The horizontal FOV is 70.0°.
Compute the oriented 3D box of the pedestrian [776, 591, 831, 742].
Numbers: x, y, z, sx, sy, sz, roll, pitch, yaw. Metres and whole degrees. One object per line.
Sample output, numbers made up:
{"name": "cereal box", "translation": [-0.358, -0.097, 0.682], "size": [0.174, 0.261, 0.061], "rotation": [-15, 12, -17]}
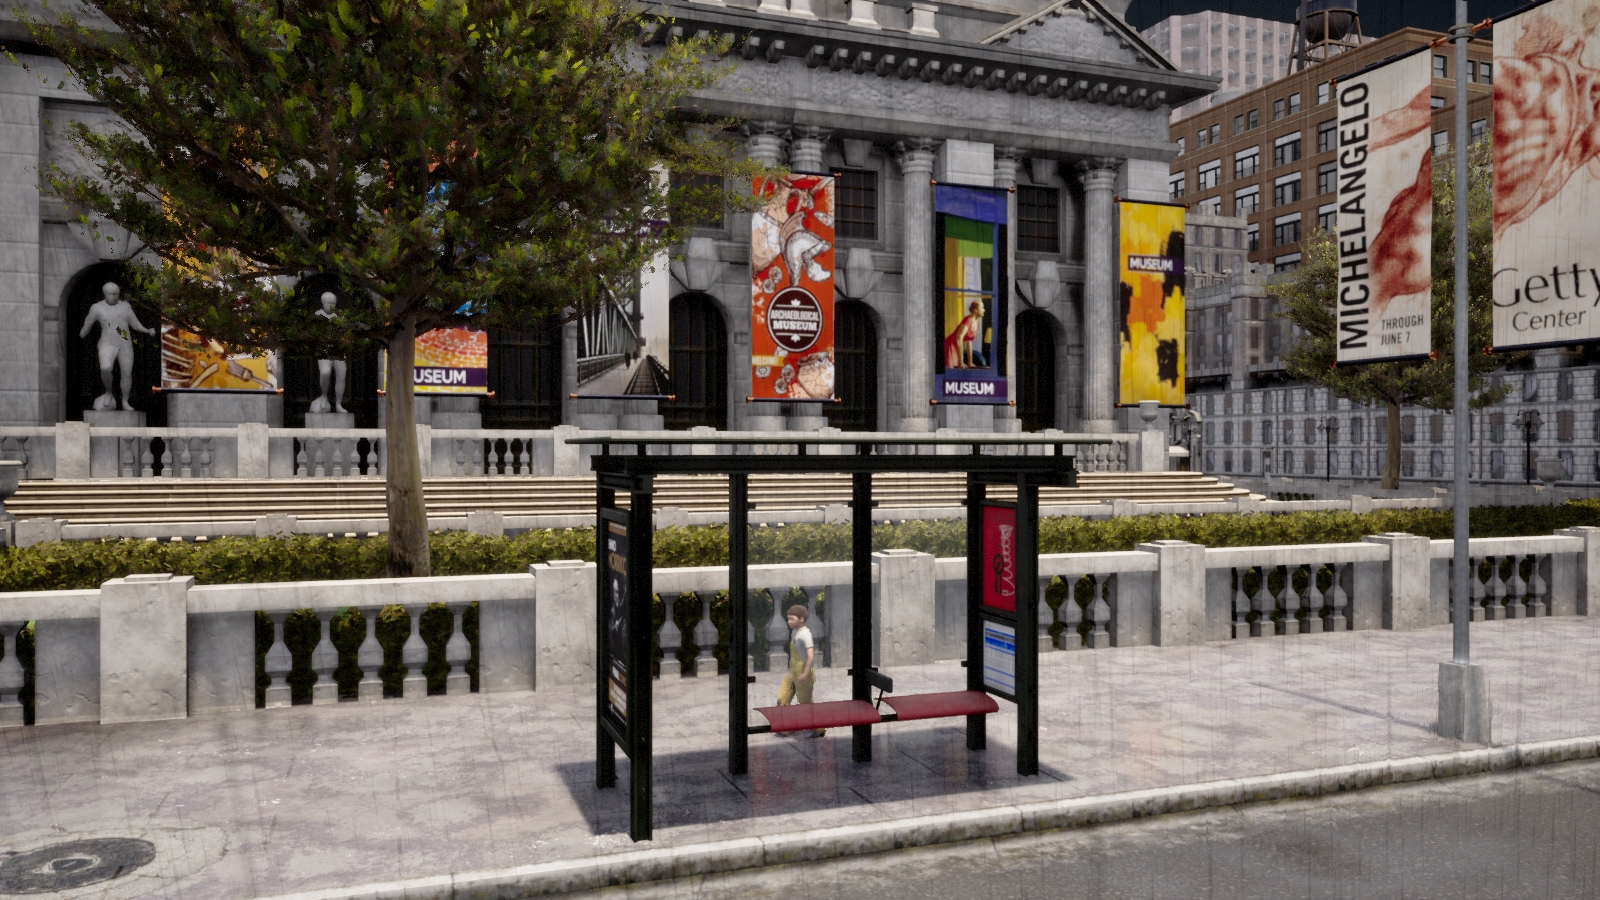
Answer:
{"name": "pedestrian", "translation": [0.030, 1.978, 10.522], "size": [0.375, 1.300, 0.375], "rotation": [0, 0, -25]}
